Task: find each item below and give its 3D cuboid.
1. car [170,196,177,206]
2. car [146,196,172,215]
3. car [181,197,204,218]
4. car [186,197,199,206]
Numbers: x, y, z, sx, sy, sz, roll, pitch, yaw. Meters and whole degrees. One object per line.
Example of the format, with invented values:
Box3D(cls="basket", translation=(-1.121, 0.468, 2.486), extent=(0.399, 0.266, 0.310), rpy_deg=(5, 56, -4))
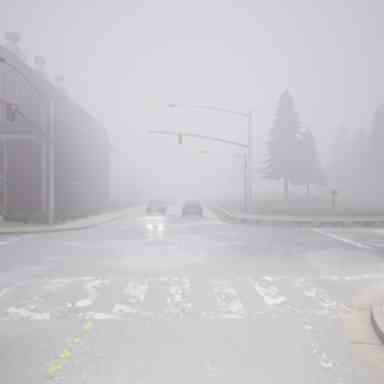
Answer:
Box3D(cls="car", translation=(-3.541, 1.487, 53.879), extent=(1.837, 1.490, 4.892), rpy_deg=(0, 0, 0))
Box3D(cls="car", translation=(-3.572, 1.480, 34.034), extent=(2.128, 1.511, 4.902), rpy_deg=(0, 0, 0))
Box3D(cls="car", translation=(0.024, 1.482, 30.469), extent=(2.128, 1.511, 4.902), rpy_deg=(0, 0, 0))
Box3D(cls="car", translation=(0.045, 1.529, 55.935), extent=(2.033, 1.411, 5.357), rpy_deg=(0, 0, 0))
